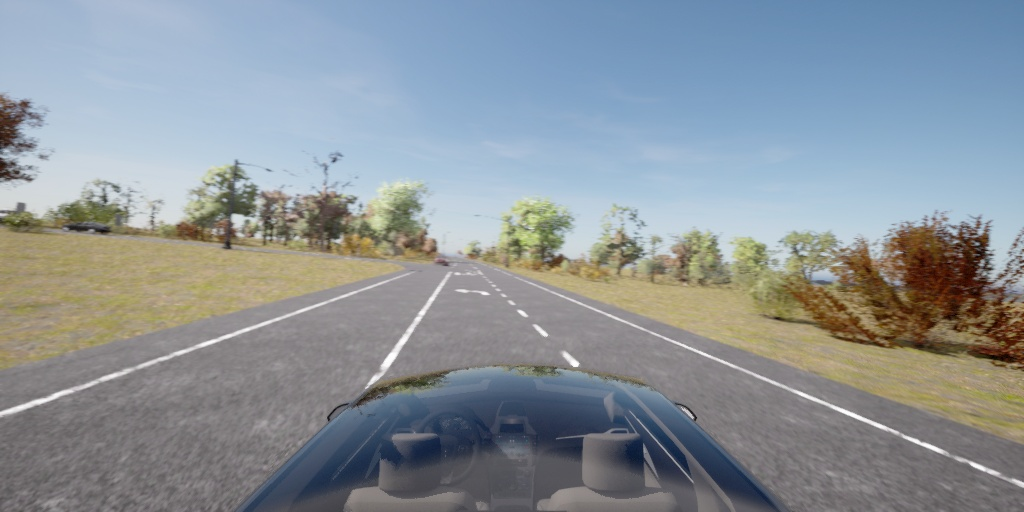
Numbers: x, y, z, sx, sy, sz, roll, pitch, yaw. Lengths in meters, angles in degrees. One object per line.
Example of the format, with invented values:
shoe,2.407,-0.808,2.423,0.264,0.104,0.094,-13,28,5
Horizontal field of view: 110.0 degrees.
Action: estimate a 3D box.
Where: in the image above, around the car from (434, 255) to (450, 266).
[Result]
car,-10.561,0.604,54.134,2.097,1.767,4.553,5,-1,-8
